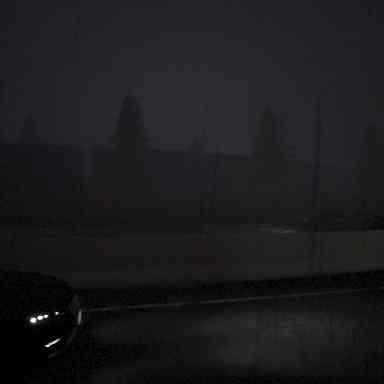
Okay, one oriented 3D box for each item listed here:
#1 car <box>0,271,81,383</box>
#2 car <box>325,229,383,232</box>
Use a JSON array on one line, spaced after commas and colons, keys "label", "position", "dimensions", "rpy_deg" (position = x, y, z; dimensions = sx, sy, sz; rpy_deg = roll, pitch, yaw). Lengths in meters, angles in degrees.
[{"label": "car", "position": [-4.018, 1.511, 4.260], "dimensions": [4.902, 1.511, 2.128], "rpy_deg": [0, -1, -12]}, {"label": "car", "position": [8.225, 1.755, 15.137], "dimensions": [4.674, 1.442, 1.812], "rpy_deg": [1, -1, -20]}]
